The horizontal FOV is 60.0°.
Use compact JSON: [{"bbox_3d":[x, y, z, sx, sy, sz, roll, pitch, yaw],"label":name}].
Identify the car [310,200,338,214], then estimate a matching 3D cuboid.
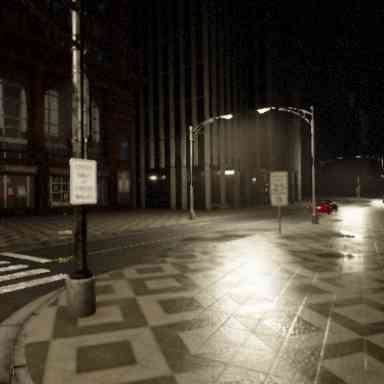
[{"bbox_3d":[13.452,1.479,33.835,1.994,1.385,4.181,-1,-1,35],"label":"car"}]
